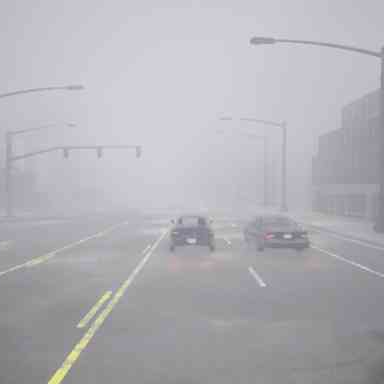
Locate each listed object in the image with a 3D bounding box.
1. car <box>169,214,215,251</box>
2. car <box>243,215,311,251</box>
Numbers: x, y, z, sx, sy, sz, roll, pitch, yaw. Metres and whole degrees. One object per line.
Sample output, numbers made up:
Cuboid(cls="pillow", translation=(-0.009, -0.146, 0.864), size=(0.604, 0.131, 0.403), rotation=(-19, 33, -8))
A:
Cuboid(cls="car", translation=(0.000, 1.673, 14.662), size=(1.812, 1.442, 4.674), rotation=(0, -1, 0))
Cuboid(cls="car", translation=(3.500, 1.704, 14.662), size=(2.033, 1.411, 5.357), rotation=(0, -1, 0))
